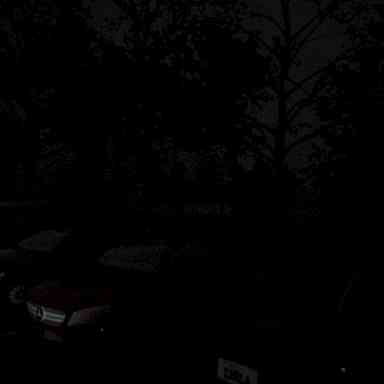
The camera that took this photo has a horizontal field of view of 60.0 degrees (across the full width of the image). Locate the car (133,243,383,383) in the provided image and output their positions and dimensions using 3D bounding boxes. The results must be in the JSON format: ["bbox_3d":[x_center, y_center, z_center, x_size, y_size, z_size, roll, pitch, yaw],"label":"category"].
[{"bbox_3d":[1.719,1.510,4.569,2.163,1.488,4.792,0,0,36],"label":"car"}]

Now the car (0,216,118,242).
[{"bbox_3d":[-2.933,1.495,7.858,2.002,1.452,4.674,0,0,36],"label":"car"}]

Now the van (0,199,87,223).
[{"bbox_3d":[-5.183,1.216,9.305,1.878,1.987,4.442,0,1,35],"label":"van"}]

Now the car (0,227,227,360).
[{"bbox_3d":[-0.666,1.511,6.240,2.002,1.452,4.674,0,0,36],"label":"car"}]
